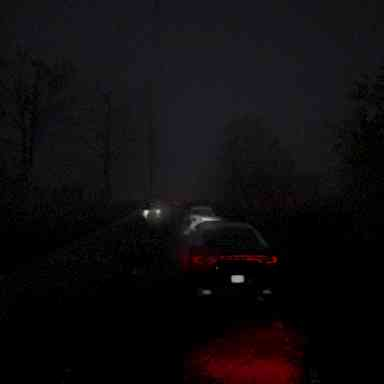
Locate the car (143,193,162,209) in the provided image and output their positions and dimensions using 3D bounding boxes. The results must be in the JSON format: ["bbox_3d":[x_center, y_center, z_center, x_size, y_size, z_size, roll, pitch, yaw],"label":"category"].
[{"bbox_3d":[-5.173,1.150,43.334,2.150,2.045,5.566,0,0,-5],"label":"car"}]

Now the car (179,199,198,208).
[{"bbox_3d":[0.206,1.462,24.747,1.837,1.490,4.892,0,0,-3],"label":"car"}]

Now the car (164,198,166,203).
[{"bbox_3d":[-4.214,1.426,63.228,1.812,1.442,4.674,0,0,-8],"label":"car"}]

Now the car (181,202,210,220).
[{"bbox_3d":[0.491,1.493,18.724,1.812,1.442,4.674,0,0,-2],"label":"car"}]

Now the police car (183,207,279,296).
[{"bbox_3d":[0.800,1.409,8.790,1.930,1.638,5.238,0,0,-1],"label":"police car"}]

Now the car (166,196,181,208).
[{"bbox_3d":[-2.342,1.400,47.059,1.882,1.535,5.008,0,0,-6],"label":"car"}]
